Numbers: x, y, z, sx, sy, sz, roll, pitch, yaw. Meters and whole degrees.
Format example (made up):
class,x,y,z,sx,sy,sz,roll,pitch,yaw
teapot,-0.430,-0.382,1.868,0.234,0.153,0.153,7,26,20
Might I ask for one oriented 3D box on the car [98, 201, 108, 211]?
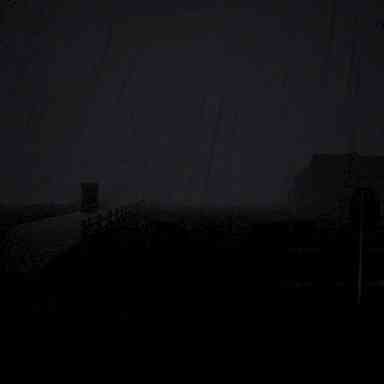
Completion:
class,x,y,z,sx,sy,sz,roll,pitch,yaw
car,-14.113,2.080,51.378,2.033,1.411,5.357,1,-1,-6
